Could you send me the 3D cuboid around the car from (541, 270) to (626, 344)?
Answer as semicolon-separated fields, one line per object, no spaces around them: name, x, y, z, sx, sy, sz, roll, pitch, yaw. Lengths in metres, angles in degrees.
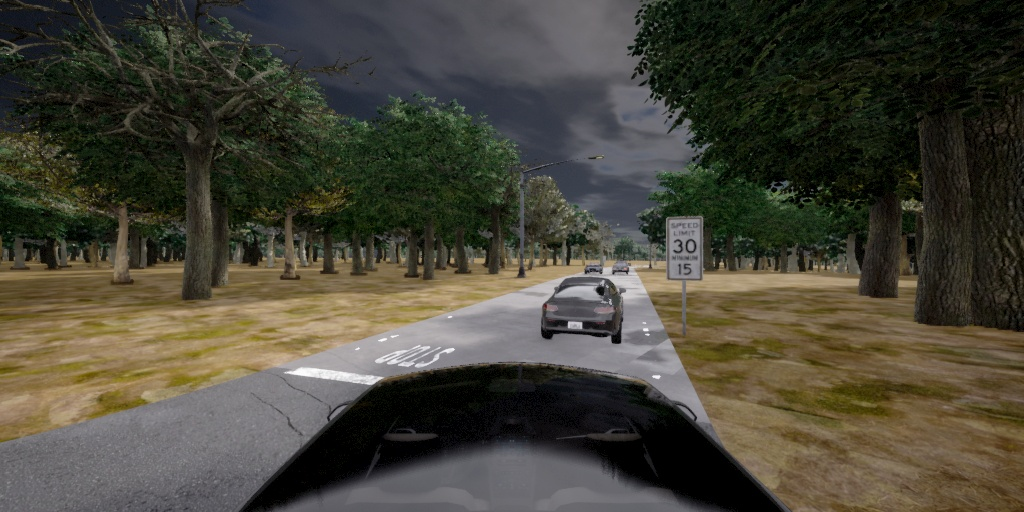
car;2.029;1.278;9.657;1.812;1.442;4.674;0;0;18

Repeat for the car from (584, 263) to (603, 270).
car;10.109;1.500;44.058;1.994;1.385;4.181;0;-1;18

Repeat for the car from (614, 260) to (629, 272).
car;16.179;1.429;52.830;2.097;1.767;4.553;0;-1;18

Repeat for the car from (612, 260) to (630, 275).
car;13.001;1.483;42.990;2.033;1.411;5.357;0;-1;18
